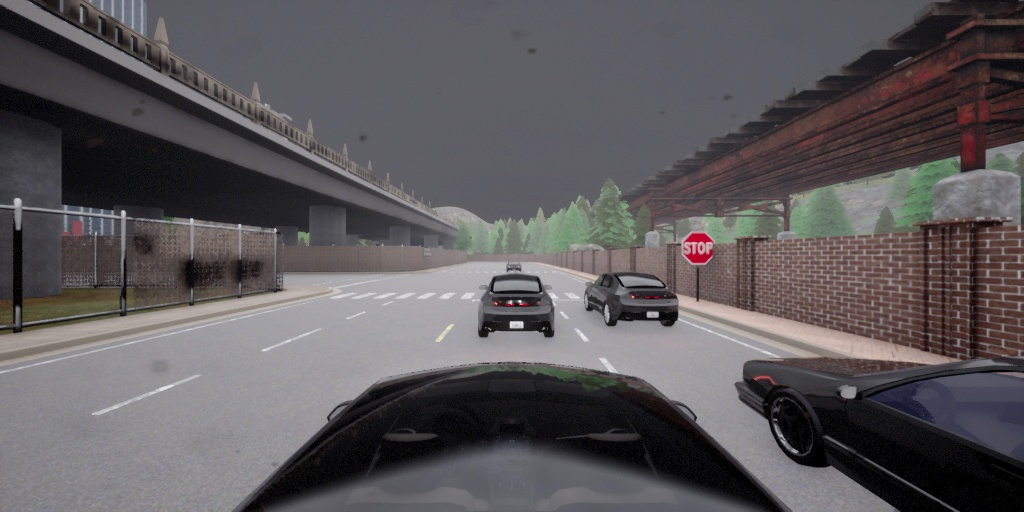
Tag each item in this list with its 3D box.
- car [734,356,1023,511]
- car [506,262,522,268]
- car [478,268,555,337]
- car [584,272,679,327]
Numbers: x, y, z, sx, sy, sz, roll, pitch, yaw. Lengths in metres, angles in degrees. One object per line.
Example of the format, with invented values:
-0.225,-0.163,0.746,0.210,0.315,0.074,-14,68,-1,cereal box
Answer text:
3.600,1.297,1.839,2.033,1.411,5.357,0,0,0,car
0.231,1.350,45.709,1.895,1.301,4.718,0,0,0,car
0.106,1.255,10.229,1.837,1.490,4.892,0,0,0,car
3.609,1.255,11.586,1.837,1.490,4.892,0,0,0,car
